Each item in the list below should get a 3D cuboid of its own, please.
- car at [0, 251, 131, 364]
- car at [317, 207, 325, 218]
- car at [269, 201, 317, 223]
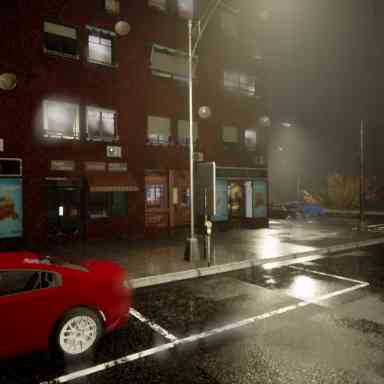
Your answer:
[{"bbox_3d":[-3.055,1.545,4.395,4.507,1.381,1.887,0,-1,-35],"label":"car"},{"bbox_3d":[9.711,1.612,30.609,1.882,1.535,5.008,-1,0,-35],"label":"car"},{"bbox_3d":[7.614,1.674,27.937,1.837,1.490,4.892,-1,0,-35],"label":"car"}]
